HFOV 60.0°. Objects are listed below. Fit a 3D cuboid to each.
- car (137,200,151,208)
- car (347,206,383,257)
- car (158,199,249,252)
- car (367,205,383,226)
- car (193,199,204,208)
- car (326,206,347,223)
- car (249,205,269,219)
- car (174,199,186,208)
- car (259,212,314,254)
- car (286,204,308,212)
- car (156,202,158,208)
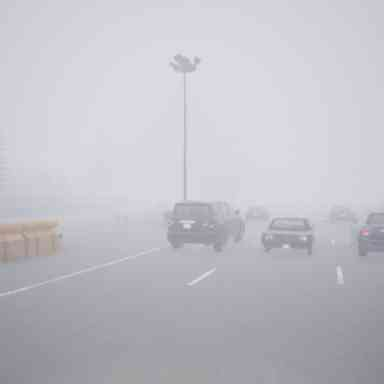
[{"bbox_3d":[-9.293,2.207,64.200,2.128,1.511,4.902,0,-1,6],"label":"car"},{"bbox_3d":[7.614,1.490,13.297,2.097,1.767,4.553,0,-1,21],"label":"car"},{"bbox_3d":[0.802,1.390,15.089,2.150,2.045,5.566,0,0,22],"label":"car"},{"bbox_3d":[15.831,1.824,26.740,2.033,1.411,5.357,0,-1,16],"label":"car"},{"bbox_3d":[1.261,2.204,64.183,1.837,1.490,4.892,0,0,5],"label":"car"},{"bbox_3d":[12.710,1.864,28.575,1.994,1.385,4.181,0,-1,16],"label":"car"},{"bbox_3d":[6.045,1.895,30.709,1.994,1.385,4.181,0,-1,16],"label":"car"},{"bbox_3d":[-2.244,2.208,64.197,1.837,1.490,4.892,0,0,5],"label":"car"},{"bbox_3d":[4.301,1.755,14.425,1.895,1.301,4.718,0,-1,21],"label":"car"},{"bbox_3d":[9.495,1.844,30.045,1.812,1.442,4.674,0,0,16],"label":"car"},{"bbox_3d":[-5.724,2.309,64.195,1.895,1.301,4.718,0,-1,5],"label":"car"}]
